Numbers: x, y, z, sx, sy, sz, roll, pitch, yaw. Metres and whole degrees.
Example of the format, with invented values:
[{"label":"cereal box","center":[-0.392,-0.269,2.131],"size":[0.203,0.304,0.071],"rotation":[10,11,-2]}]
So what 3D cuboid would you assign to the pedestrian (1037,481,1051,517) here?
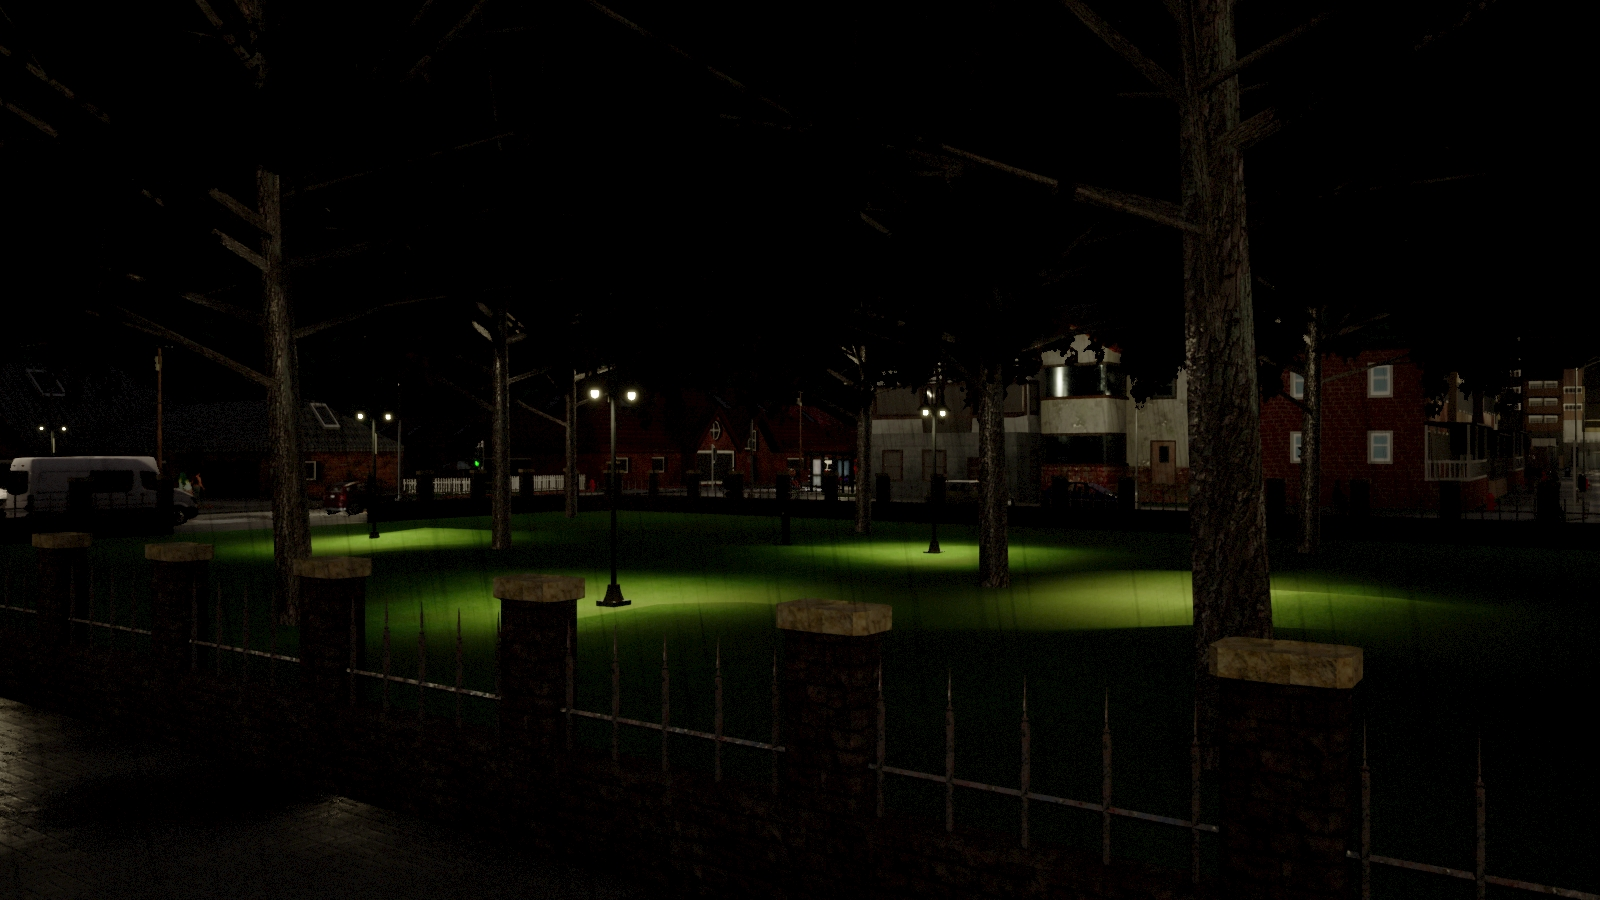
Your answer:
[{"label":"pedestrian","center":[8.963,1.804,41.964],"size":[0.375,1.300,0.375],"rotation":[0,0,33]}]

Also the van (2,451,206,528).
[{"label":"van","center":[-24.752,1.315,40.912],"size":[1.988,2.561,5.915],"rotation":[0,0,36]}]

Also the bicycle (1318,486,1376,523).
[{"label":"bicycle","center":[19.632,1.940,41.025],"size":[1.835,1.271,0.329],"rotation":[0,0,35]}]

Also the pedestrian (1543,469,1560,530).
[{"label":"pedestrian","center":[23.314,1.525,35.439],"size":[0.375,1.860,0.375],"rotation":[0,0,-42]}]

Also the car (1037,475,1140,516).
[{"label":"car","center":[11.752,1.818,46.570],"size":[3.633,1.501,1.845],"rotation":[0,0,35]}]
